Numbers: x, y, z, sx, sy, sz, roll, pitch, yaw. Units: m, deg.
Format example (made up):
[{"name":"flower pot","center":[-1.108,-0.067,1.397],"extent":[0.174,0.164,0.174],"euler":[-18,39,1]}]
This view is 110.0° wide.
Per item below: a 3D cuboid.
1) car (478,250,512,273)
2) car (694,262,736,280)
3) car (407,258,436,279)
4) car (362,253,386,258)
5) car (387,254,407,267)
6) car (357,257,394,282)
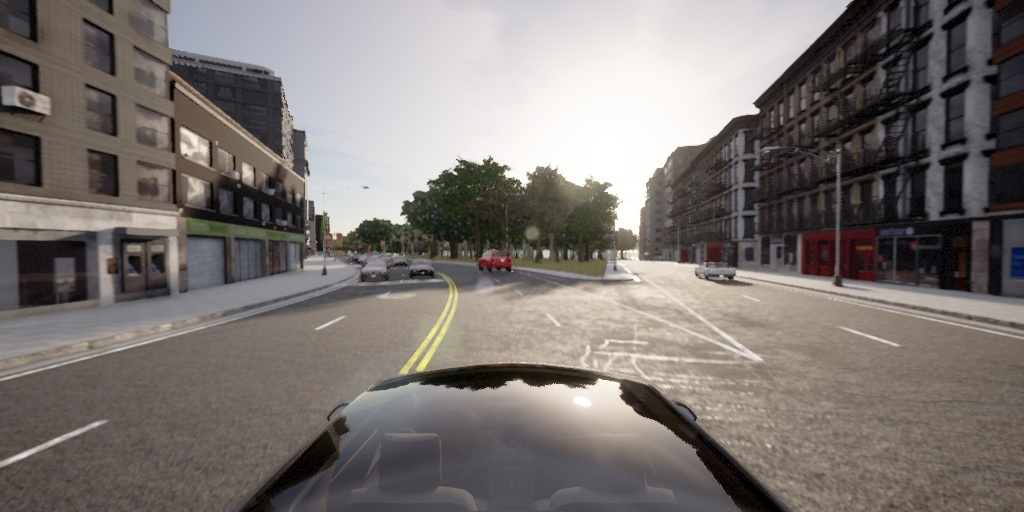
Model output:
[{"name":"car","center":[-1.706,0.482,34.406],"extent":[2.150,2.045,5.566],"euler":[-1,1,-19]},{"name":"car","center":[15.443,1.122,27.555],"extent":[1.895,1.301,4.718],"euler":[0,0,15]},{"name":"car","center":[-7.238,0.967,28.740],"extent":[1.837,1.490,4.892],"euler":[-1,1,-16]},{"name":"car","center":[-18.793,0.776,48.638],"extent":[1.882,1.535,5.008],"euler":[-1,1,-27]},{"name":"car","center":[-15.631,0.758,49.587],"extent":[1.837,1.490,4.892],"euler":[-1,1,-27]},{"name":"car","center":[-10.133,1.069,26.918],"extent":[1.812,1.442,4.674],"euler":[-1,1,-15]}]
